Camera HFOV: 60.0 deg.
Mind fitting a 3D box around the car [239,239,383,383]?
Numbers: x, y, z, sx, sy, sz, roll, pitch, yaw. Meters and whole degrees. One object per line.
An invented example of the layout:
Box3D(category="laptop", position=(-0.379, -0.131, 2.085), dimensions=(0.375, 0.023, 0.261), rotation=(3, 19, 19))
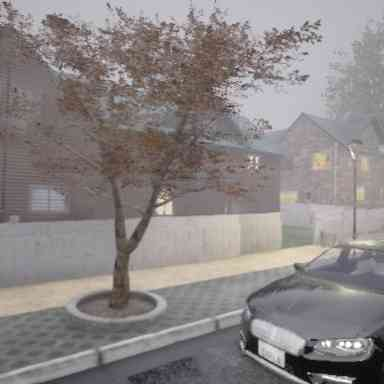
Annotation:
Box3D(category="car", position=(2.879, 1.549, 5.103), dimensions=(4.902, 1.511, 2.128), rotation=(1, 0, -35))
